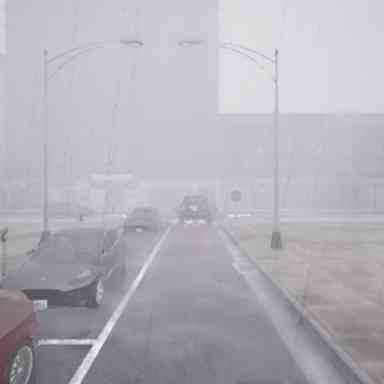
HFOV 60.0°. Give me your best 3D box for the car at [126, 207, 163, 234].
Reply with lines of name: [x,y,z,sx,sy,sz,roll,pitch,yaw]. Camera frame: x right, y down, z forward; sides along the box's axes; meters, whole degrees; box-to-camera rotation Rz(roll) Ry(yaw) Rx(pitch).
car: [-2.638,1.536,18.785,1.947,1.339,4.313,0,0,0]

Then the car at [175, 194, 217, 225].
car: [0.421,1.185,23.668,2.150,2.045,5.566,0,0,6]

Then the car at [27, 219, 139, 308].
car: [-2.639,1.553,7.881,1.947,1.339,4.313,0,0,0]

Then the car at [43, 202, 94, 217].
car: [-10.861,1.542,29.386,4.181,1.385,1.994,0,0,0]

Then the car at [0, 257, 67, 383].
car: [-2.639,1.578,2.429,1.802,1.307,4.206,0,0,0]

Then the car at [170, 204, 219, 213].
car: [0.246,1.465,32.334,4.674,1.442,1.812,0,0,0]
